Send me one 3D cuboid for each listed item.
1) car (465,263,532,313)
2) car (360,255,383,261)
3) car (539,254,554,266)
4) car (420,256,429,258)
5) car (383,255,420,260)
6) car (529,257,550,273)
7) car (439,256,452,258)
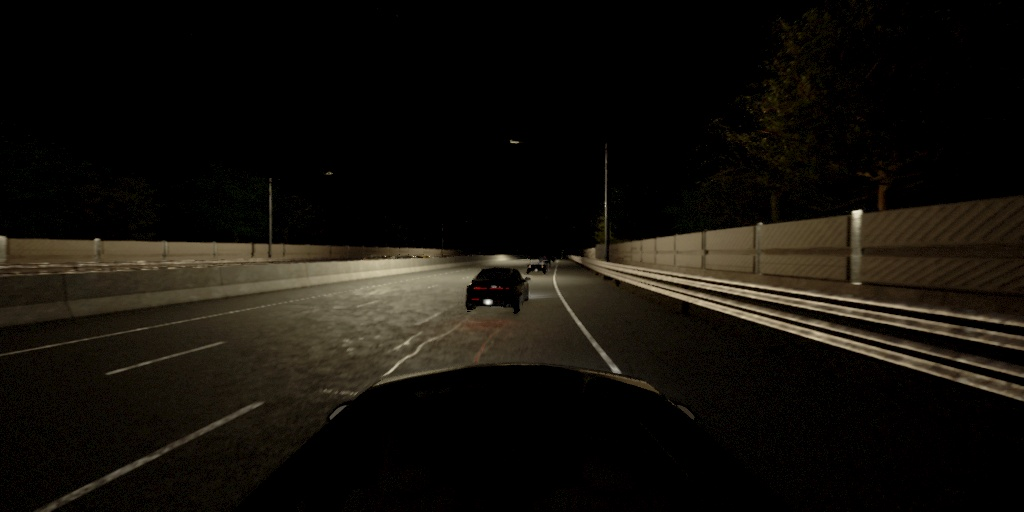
[{"bbox_3d":[-0.438,1.189,13.603,1.837,1.490,4.892,0,0,8],"label":"car"},{"bbox_3d":[-17.499,0.684,45.235,2.097,1.767,4.553,0,1,8],"label":"car"},{"bbox_3d":[4.731,0.793,52.656,2.128,1.511,4.902,0,1,8],"label":"car"},{"bbox_3d":[-15.393,0.668,60.858,1.882,1.535,5.008,0,1,8],"label":"car"},{"bbox_3d":[-13.942,0.688,45.432,2.097,1.767,4.553,0,1,8],"label":"car"},{"bbox_3d":[2.618,1.045,36.698,1.895,1.301,4.718,0,1,8],"label":"car"},{"bbox_3d":[-11.791,0.695,61.382,1.837,1.490,4.892,0,1,8],"label":"car"}]
